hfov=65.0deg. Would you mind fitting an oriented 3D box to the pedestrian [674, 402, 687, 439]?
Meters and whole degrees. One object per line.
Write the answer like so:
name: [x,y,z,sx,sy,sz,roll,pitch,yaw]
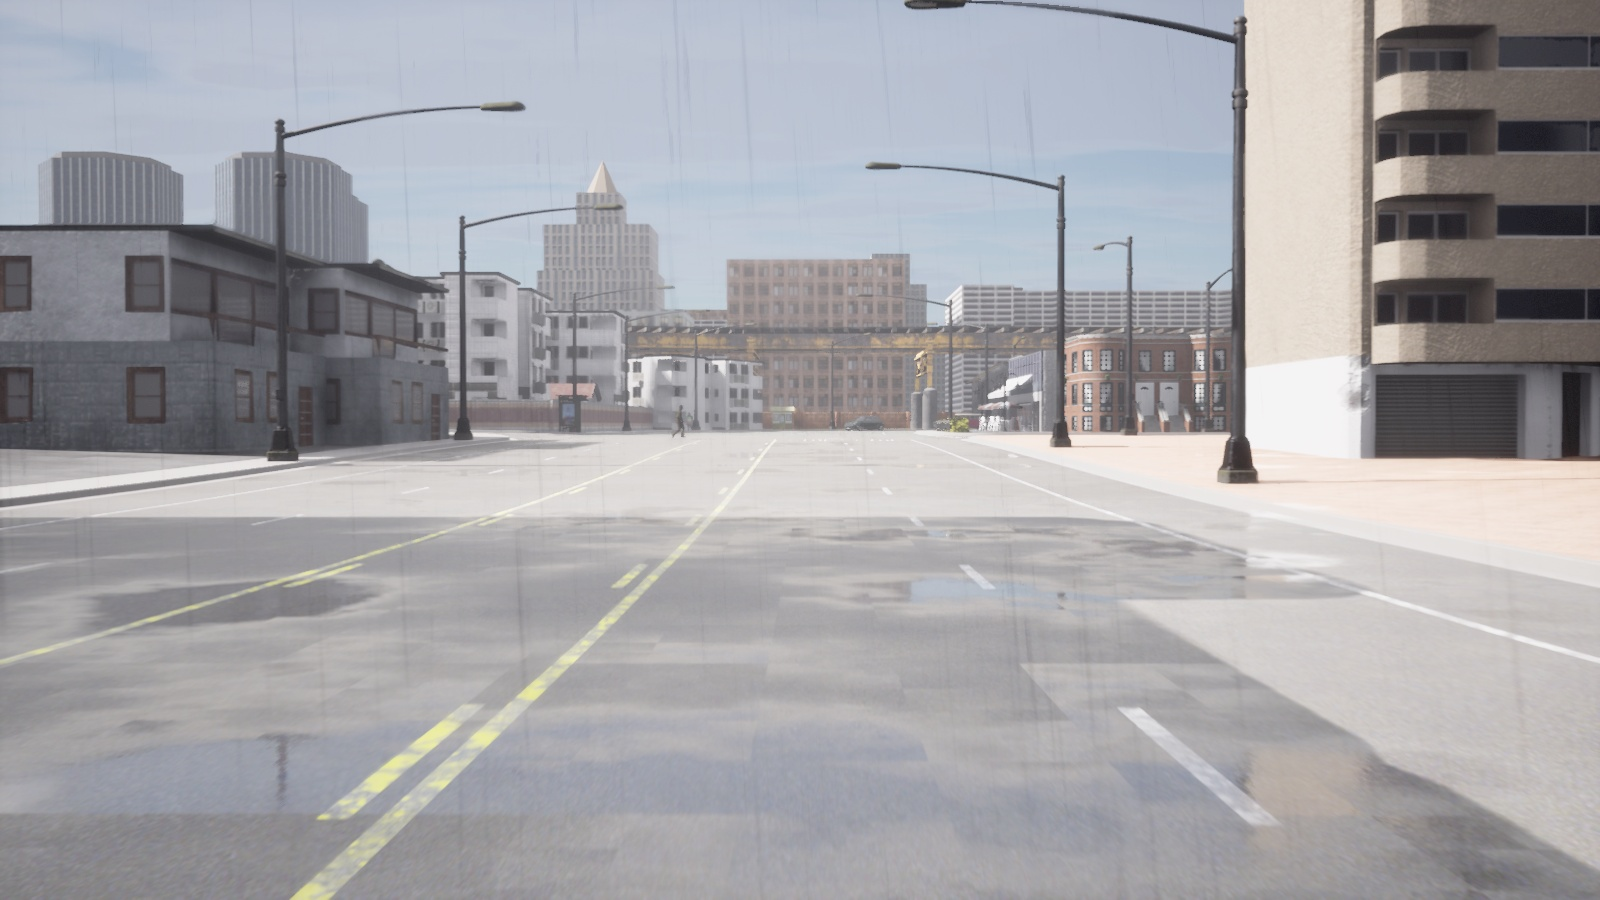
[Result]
pedestrian: [-6.298,-1.572,66.108,0.692,1.930,0.395,0,1,-3]
